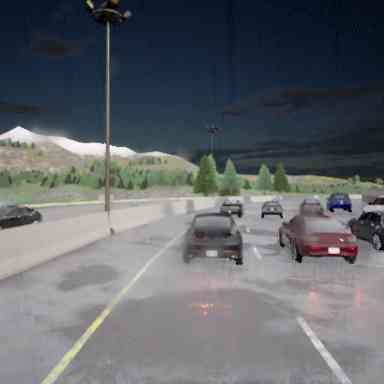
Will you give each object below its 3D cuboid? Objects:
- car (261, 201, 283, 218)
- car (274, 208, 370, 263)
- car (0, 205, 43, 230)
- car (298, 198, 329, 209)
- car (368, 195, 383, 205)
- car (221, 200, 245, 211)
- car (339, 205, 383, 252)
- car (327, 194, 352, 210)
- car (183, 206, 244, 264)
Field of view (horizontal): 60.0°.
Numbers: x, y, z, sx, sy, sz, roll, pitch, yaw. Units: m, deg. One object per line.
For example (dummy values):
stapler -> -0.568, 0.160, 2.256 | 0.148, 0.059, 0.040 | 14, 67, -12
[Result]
car -> 7.170, 1.502, 29.841 | 2.033, 1.411, 5.357 | 0, 0, 13
car -> 4.296, 1.513, 11.847 | 1.812, 1.442, 4.674 | 0, 0, 5
car -> -9.459, 1.433, 16.714 | 1.837, 1.490, 4.892 | 0, 0, 7
car -> 11.233, 1.457, 31.585 | 2.128, 1.511, 4.902 | 0, 0, 14
car -> 12.479, 1.213, 20.606 | 2.150, 2.045, 5.566 | 0, 0, 10
car -> 3.620, 1.433, 29.751 | 2.128, 1.511, 4.902 | 0, 0, 12
car -> 8.015, 1.501, 13.829 | 1.837, 1.490, 4.892 | 0, 0, 6
car -> 16.532, 1.194, 37.520 | 2.150, 2.045, 5.566 | 0, 0, 17
car -> 0.776, 1.479, 11.780 | 1.837, 1.490, 4.892 | 0, 0, 5
